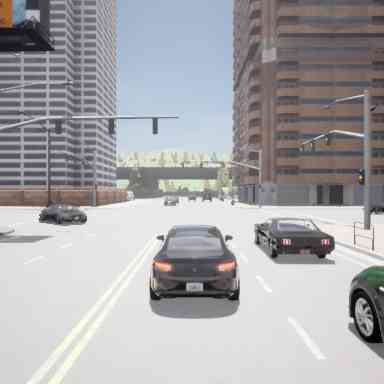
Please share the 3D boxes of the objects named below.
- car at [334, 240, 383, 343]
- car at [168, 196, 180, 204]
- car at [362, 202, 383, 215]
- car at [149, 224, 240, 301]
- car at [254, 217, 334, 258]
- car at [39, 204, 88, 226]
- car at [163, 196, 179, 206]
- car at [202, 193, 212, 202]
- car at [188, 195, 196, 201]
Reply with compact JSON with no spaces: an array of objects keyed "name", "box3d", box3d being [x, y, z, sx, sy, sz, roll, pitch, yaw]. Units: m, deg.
[{"name":"car","box3d":[3.601,1.352,3.594,2.097,1.767,4.553,0,0,0]},{"name":"car","box3d":[-3.513,1.491,65.201,2.128,1.511,4.902,0,0,1]},{"name":"car","box3d":[19.971,1.601,33.697,4.718,1.301,1.895,0,0,1]},{"name":"car","box3d":[0.064,1.526,8.227,1.812,1.442,4.674,0,0,0]},{"name":"car","box3d":[3.608,1.601,12.679,1.895,1.301,4.718,0,0,1]},{"name":"car","box3d":[-9.135,1.564,23.636,4.181,1.385,1.994,0,0,43]},{"name":"car","box3d":[-3.577,1.491,54.797,2.128,1.511,4.902,0,0,-1]},{"name":"car","box3d":[3.534,1.225,77.979,2.150,2.045,5.566,0,0,0]},{"name":"car","box3d":[0.033,1.425,77.270,1.837,1.490,4.892,0,0,0]}]
